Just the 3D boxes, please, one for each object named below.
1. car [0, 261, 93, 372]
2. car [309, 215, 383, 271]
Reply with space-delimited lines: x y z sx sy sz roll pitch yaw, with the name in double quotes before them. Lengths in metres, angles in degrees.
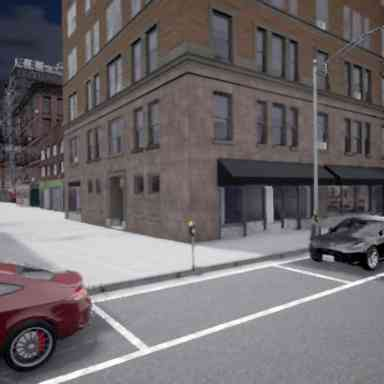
"car" -3.398 1.594 4.108 4.206 1.307 1.802 -1 0 -36
"car" 5.556 1.441 10.499 4.313 1.339 1.947 -1 0 -36
